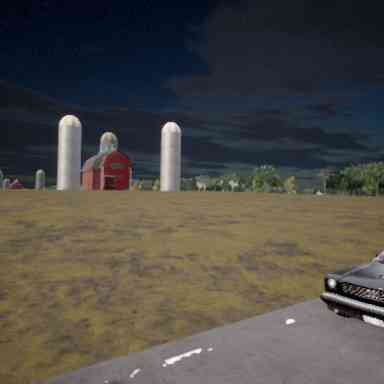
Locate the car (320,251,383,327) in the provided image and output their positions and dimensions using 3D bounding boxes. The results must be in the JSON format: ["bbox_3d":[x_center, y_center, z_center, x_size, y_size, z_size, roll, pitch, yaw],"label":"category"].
[{"bbox_3d":[4.518,1.627,6.244,4.718,1.301,1.895,0,0,-35],"label":"car"}]
